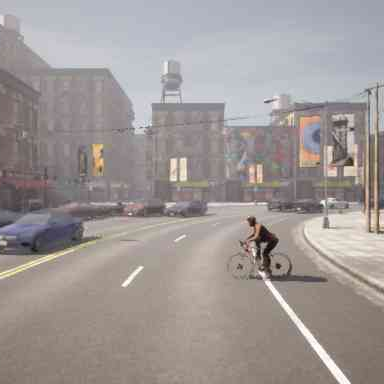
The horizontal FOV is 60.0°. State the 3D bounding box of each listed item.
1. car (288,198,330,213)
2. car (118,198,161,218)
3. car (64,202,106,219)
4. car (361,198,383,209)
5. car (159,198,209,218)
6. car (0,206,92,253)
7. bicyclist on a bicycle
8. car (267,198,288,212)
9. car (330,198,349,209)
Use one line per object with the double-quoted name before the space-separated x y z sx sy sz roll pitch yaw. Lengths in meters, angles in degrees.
"car" 12.880 1.504 36.461 4.892 1.490 1.837 0 0 -45
"car" -4.303 1.351 30.841 2.097 1.767 4.553 0 0 28
"car" -9.485 1.520 27.168 2.002 1.452 4.674 0 0 21
"car" 24.176 1.526 43.323 4.674 1.442 1.812 0 0 -20
"car" -0.419 1.548 30.828 2.033 1.411 5.357 0 0 30
"car" -6.215 1.526 13.891 1.812 1.442 4.674 0 0 9
"bicyclist on a bicycle" 1.703 1.443 8.495 1.656 1.620 0.582 -1 0 3
"car" 10.725 1.492 39.164 4.902 1.511 2.128 0 0 -44
"car" 19.155 1.526 44.983 4.674 1.442 1.812 0 0 -27
